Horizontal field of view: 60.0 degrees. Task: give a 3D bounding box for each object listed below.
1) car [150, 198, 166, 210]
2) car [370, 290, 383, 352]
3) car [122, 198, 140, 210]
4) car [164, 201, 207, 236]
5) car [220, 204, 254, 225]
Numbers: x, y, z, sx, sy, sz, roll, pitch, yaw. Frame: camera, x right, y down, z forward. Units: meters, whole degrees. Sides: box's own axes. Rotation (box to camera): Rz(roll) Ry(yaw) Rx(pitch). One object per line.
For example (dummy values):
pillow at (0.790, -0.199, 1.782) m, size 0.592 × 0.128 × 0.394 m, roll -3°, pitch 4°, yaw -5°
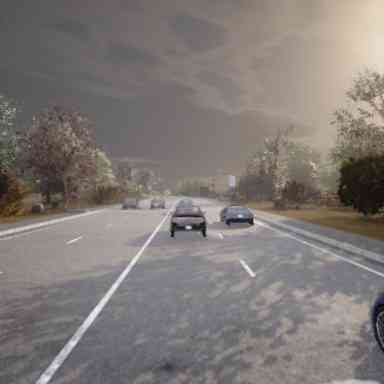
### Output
car at (-4.491, 1.504, 44.011) m, size 2.128 × 1.511 × 4.902 m, roll 0°, pitch 0°, yaw -1°
car at (3.549, 1.523, 2.965) m, size 1.812 × 1.442 × 4.674 m, roll 0°, pitch 0°, yaw 0°
car at (-7.990, 1.521, 43.933) m, size 1.837 × 1.490 × 4.892 m, roll 0°, pitch 0°, yaw -1°
car at (-0.216, 1.496, 18.446) m, size 2.128 × 1.511 × 4.902 m, roll 0°, pitch 0°, yaw -1°
car at (3.158, 1.566, 24.072) m, size 1.994 × 1.385 × 4.181 m, roll 0°, pitch 0°, yaw -1°
